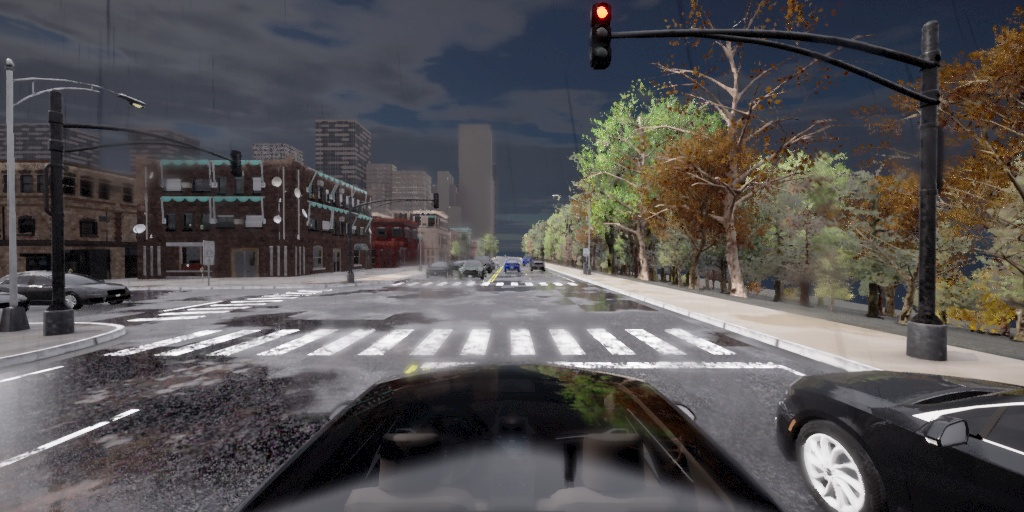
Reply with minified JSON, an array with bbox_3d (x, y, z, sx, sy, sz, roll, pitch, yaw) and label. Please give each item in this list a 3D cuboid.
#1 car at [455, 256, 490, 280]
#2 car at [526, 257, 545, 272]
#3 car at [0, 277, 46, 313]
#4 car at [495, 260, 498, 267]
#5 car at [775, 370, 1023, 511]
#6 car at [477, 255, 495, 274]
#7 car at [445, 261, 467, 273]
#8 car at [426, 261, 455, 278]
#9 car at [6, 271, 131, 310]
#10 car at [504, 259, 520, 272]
[{"bbox_3d":[-3.405,1.093,31.712,2.097,1.767,4.553,0,0,0],"label":"car"},{"bbox_3d":[3.254,1.239,46.764,1.837,1.490,4.892,0,0,0],"label":"car"},{"bbox_3d":[-19.970,1.565,12.656,4.313,1.339,1.948,0,0,0],"label":"car"},{"bbox_3d":[-3.445,1.296,51.346,1.994,1.385,4.181,0,0,0],"label":"car"},{"bbox_3d":[3.365,1.255,1.275,1.837,1.490,4.892,0,0,-2],"label":"car"},{"bbox_3d":[-3.425,0.958,41.292,2.150,2.045,5.566,0,0,0],"label":"car"},{"bbox_3d":[-6.672,1.336,43.502,1.895,1.301,4.718,0,0,0],"label":"car"},{"bbox_3d":[-6.656,1.218,33.540,1.882,1.535,5.008,0,0,0],"label":"car"},{"bbox_3d":[-19.370,1.470,15.339,4.892,1.490,1.837,-1,1,-2],"label":"car"},{"bbox_3d":[0.005,1.212,46.548,1.882,1.535,5.008,0,0,0],"label":"car"}]
